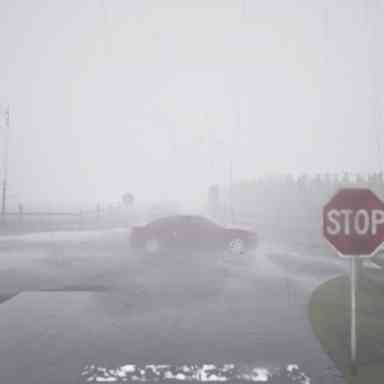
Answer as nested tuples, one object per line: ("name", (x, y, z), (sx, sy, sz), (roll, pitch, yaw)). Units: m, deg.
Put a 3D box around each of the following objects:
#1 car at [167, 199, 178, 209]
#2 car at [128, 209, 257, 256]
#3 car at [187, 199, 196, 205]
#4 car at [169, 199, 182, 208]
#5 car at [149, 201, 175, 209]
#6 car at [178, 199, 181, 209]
("car", (-2.897, 1.761, 38.422), (1.882, 1.535, 5.008), (0, 0, 0))
("car", (0.035, 1.572, 13.053), (5.008, 1.535, 1.882), (0, 0, 0))
("car", (-0.102, 2.138, 70.502), (1.895, 1.301, 4.718), (0, 0, 0))
("car", (-2.889, 1.994, 58.847), (2.033, 1.411, 5.357), (0, 0, 1))
("car", (-2.885, 1.756, 28.741), (2.033, 1.411, 5.357), (0, 0, 0))
("car", (-2.899, 1.850, 47.937), (2.128, 1.511, 4.902), (0, 0, 0))
